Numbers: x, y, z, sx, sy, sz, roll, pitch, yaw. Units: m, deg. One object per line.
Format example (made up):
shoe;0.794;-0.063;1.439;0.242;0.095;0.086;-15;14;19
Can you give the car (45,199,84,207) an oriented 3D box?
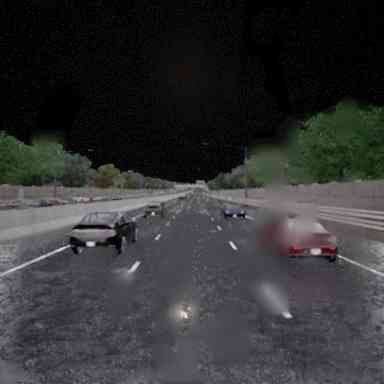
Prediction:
car;-14.077;1.764;37.049;1.895;1.301;4.718;0;0;0

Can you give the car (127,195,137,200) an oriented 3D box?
car;-13.971;1.475;78.049;1.837;1.490;4.892;0;0;0

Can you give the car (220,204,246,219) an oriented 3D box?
car;3.612;1.728;30.132;1.895;1.301;4.718;0;0;0

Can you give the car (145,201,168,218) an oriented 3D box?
car;-3.388;1.638;31.344;1.837;1.490;4.892;0;0;0

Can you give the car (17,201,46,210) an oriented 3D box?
car;-17.575;1.713;37.550;2.033;1.411;5.357;0;0;0

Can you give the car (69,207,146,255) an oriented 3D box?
car;-3.395;1.542;13.575;2.128;1.511;4.902;0;0;0

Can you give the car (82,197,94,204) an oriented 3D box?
car;-20.976;1.827;66.609;1.812;1.442;4.674;0;0;0

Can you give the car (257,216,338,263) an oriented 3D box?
car;3.605;1.570;11.978;1.812;1.442;4.674;0;0;0
